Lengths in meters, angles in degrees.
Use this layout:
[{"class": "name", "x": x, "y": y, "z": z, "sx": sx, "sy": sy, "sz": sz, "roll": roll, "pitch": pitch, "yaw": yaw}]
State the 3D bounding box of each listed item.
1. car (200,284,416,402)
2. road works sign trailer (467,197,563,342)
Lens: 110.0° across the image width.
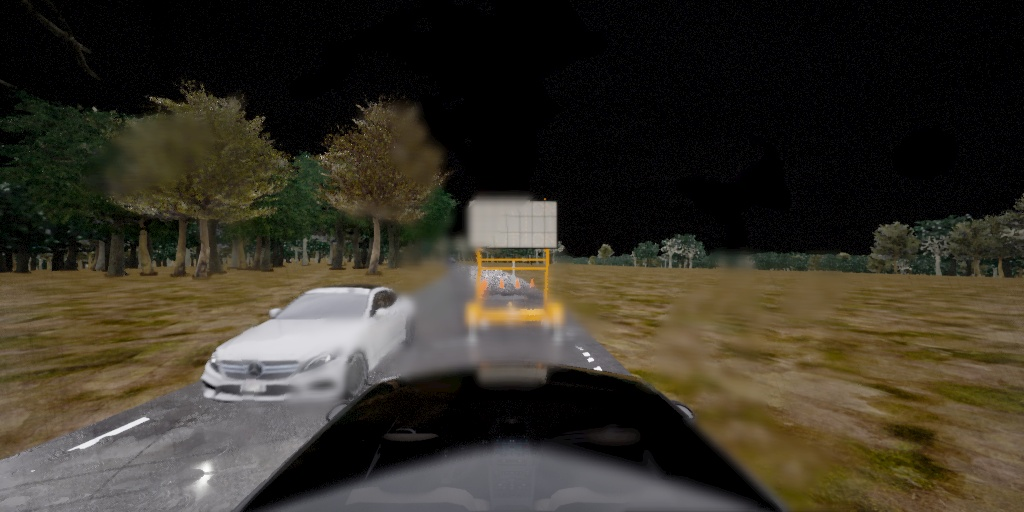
[{"class": "car", "x": -3.065, "y": 1.272, "z": 6.539, "sx": 1.812, "sy": 1.442, "sz": 4.674, "roll": 0, "pitch": 0, "yaw": -1}, {"class": "road works sign trailer", "x": 0.041, "y": 0.214, "z": 9.789, "sx": 2.380, "sy": 3.560, "sz": 2.880, "roll": 0, "pitch": 0, "yaw": -2}]
